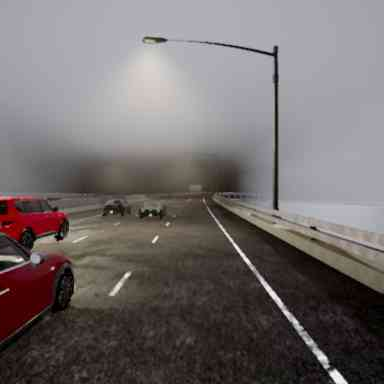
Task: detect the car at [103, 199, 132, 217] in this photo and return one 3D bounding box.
[{"bbox_3d":[-6.723,1.425,30.287,1.837,1.490,4.892,0,0,1],"label":"car"}]

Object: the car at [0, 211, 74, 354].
[{"bbox_3d":[-3.391,1.340,4.775,2.097,1.767,4.553,0,0,0],"label":"car"}]

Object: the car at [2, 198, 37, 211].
[{"bbox_3d":[-20.776,1.458,40.322,1.994,1.385,4.181,0,0,1],"label":"car"}]

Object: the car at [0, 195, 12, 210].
[{"bbox_3d":[-24.272,1.245,40.524,2.097,1.767,4.553,0,0,1],"label":"car"}]

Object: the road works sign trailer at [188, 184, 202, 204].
[{"bbox_3d":[0.639,0.302,59.073,2.380,3.560,2.880,0,0,1],"label":"road works sign trailer"}]

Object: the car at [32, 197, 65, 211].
[{"bbox_3d":[-17.277,1.399,40.383,1.837,1.490,4.892,0,0,1],"label":"car"}]

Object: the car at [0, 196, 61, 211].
[{"bbox_3d":[-6.863,1.187,13.276,2.150,2.045,5.566,0,0,0],"label":"car"}]

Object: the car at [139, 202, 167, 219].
[{"bbox_3d":[-3.245,1.526,28.444,1.895,1.301,4.718,0,0,1],"label":"car"}]
